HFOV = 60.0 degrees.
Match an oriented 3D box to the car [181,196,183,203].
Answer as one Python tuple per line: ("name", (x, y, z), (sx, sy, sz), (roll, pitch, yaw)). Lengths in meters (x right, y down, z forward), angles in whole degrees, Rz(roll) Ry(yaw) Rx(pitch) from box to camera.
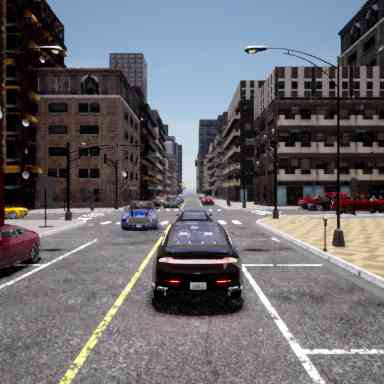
("car", (-3.008, 1.620, 58.161), (1.895, 1.301, 4.718), (0, 0, 0))

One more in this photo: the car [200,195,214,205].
("car", (2.760, 1.458, 56.955), (1.967, 1.590, 4.097), (0, 0, 0))

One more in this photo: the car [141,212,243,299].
("car", (0.113, 1.491, 8.463), (2.128, 1.511, 4.902), (0, 0, 0))

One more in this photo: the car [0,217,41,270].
("car", (-5.730, 1.582, 9.258), (1.802, 1.307, 4.206), (0, 0, 0))

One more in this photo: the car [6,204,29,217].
("car", (-18.150, 1.793, 31.557), (5.008, 1.535, 1.882), (-1, 0, -1))

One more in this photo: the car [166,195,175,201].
("car", (-5.585, 1.481, 85.377), (1.967, 1.590, 4.097), (0, 0, 0))

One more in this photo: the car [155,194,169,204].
("car", (-5.613, 1.337, 62.646), (2.192, 1.841, 5.009), (0, 0, 0))

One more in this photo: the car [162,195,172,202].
("car", (-5.599, 1.471, 74.011), (1.967, 1.590, 4.097), (0, 0, 0))

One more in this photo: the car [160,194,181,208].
("car", (-3.006, 1.365, 48.229), (2.097, 1.767, 4.553), (0, 0, 0))

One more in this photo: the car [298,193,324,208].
("car", (14.606, 1.015, 37.572), (5.009, 1.841, 2.192), (-1, 1, 0))

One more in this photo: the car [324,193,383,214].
("car", (14.730, 1.029, 29.193), (5.009, 1.841, 2.192), (-1, 1, 0))

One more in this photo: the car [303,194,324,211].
("car", (14.610, 1.230, 35.001), (4.674, 1.442, 1.812), (-1, 0, 0))

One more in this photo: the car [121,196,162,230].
("car", (-3.175, 1.353, 21.176), (2.097, 1.767, 4.553), (0, 0, -4))

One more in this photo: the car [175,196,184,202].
("car", (-2.902, 1.572, 79.098), (2.033, 1.411, 5.357), (0, 0, 0))

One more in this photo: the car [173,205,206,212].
("car", (0.120, 1.565, 17.078), (1.994, 1.385, 4.181), (0, 0, 0))
